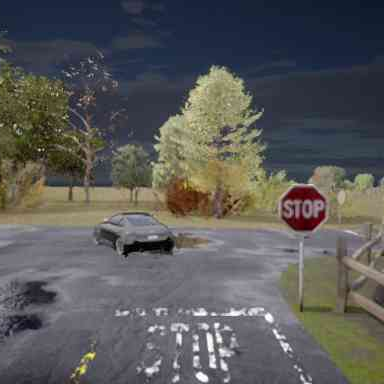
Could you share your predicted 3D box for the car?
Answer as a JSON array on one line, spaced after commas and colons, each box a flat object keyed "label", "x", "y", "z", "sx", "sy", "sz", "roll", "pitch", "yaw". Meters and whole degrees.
[{"label": "car", "x": -2.395, "y": 1.483, "z": 12.932, "sx": 1.994, "sy": 1.385, "sz": 4.181, "roll": 0, "pitch": 0, "yaw": -32}]
